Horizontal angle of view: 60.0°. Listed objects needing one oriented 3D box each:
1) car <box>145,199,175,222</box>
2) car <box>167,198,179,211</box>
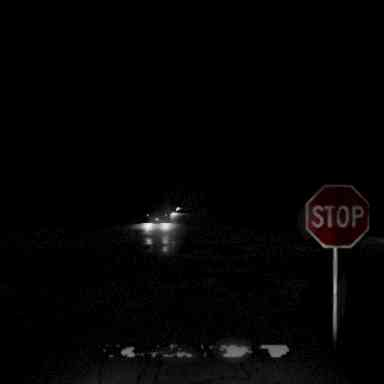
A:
[{"bbox_3d":[-2.617,1.549,26.229,2.033,1.411,5.357,0,0,-3],"label":"car"},{"bbox_3d":[-2.802,1.531,38.462,1.837,1.490,4.892,0,0,0],"label":"car"}]
